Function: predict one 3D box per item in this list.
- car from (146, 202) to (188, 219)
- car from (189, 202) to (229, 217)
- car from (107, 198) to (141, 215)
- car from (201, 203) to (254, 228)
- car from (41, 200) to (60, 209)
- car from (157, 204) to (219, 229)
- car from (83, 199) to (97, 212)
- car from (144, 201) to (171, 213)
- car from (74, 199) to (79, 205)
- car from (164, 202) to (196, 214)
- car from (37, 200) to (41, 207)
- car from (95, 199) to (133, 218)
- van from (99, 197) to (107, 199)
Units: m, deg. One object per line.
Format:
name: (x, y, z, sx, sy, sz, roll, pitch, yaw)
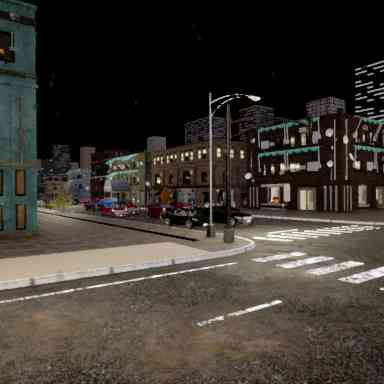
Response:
car: (-2.663, 1.875, 31.710, 1.994, 1.385, 4.181, -1, 0, -35)
car: (1.736, 1.810, 35.496, 2.008, 1.369, 4.403, -2, 0, -35)
car: (-7.819, 1.764, 38.995, 2.097, 1.767, 4.553, -1, 0, -35)
car: (2.447, 1.735, 24.495, 1.812, 1.442, 4.674, -1, 0, -37)
car: (-24.195, 2.233, 57.618, 1.752, 1.417, 4.829, -1, 0, -35)
car: (-0.381, 1.815, 23.774, 1.947, 1.339, 4.313, -1, 0, -35)
car: (-13.798, 2.075, 47.502, 2.033, 1.411, 5.357, -1, 0, -35)
car: (-4.659, 1.966, 44.531, 1.802, 1.307, 4.206, -1, 0, -35)
car: (-27.049, 2.365, 76.154, 1.947, 1.339, 4.313, -1, 0, -35)
car: (-1.462, 1.904, 40.014, 1.802, 1.307, 4.206, -2, 0, -35)
car: (-30.690, 2.376, 66.793, 2.008, 1.369, 4.403, -1, 0, -35)
car: (-8.303, 1.847, 35.169, 1.967, 1.590, 4.097, -1, 0, -35)
van: (-14.260, 1.907, 58.083, 1.690, 1.788, 3.998, -1, 0, -35)
